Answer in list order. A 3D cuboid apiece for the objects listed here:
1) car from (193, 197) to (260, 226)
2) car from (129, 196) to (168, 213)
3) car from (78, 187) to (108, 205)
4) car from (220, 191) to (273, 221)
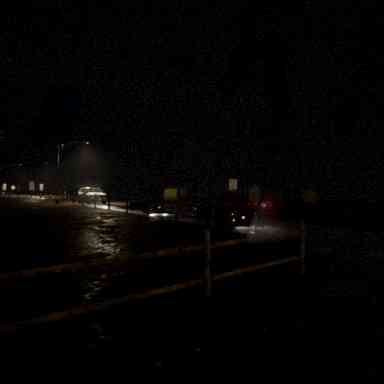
[{"bbox_3d":[1.875,1.260,20.918,1.994,1.385,4.181,1,1,-34],"label":"car"},{"bbox_3d":[-3.847,1.063,28.913,1.994,1.385,4.181,1,1,-36],"label":"car"},{"bbox_3d":[-12.207,0.461,40.657,2.150,2.045,5.566,1,0,-36],"label":"car"},{"bbox_3d":[3.211,0.941,23.633,2.150,2.045,5.566,2,0,-32],"label":"car"}]
